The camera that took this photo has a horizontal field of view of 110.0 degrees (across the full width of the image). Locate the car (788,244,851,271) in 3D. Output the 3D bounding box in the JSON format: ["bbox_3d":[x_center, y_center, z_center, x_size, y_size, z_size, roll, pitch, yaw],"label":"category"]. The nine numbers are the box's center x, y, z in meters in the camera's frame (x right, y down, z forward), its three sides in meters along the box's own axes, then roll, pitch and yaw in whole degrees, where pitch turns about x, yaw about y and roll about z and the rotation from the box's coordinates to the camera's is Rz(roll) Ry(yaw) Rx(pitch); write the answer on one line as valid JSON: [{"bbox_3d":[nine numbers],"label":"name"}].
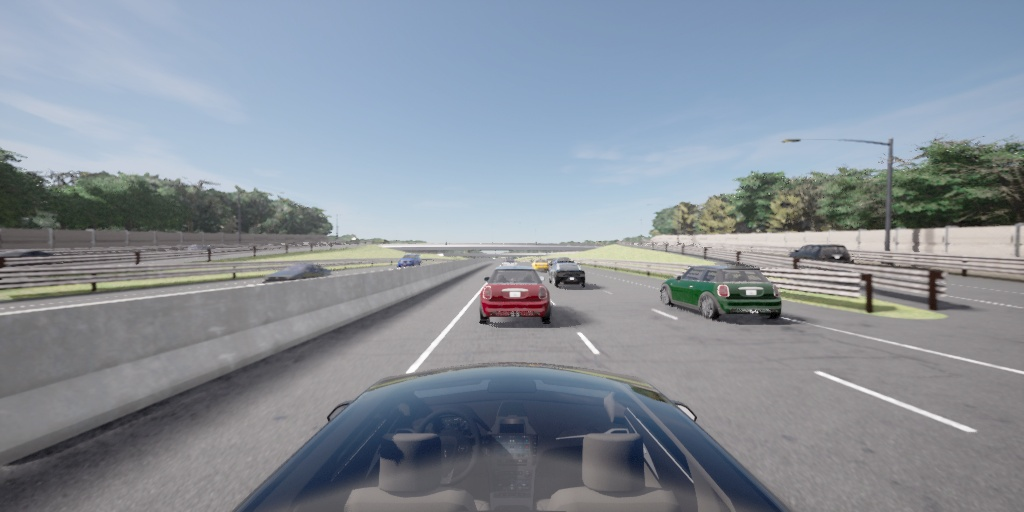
[{"bbox_3d":[24.594,0.045,28.935,2.150,2.045,5.566,0,3,15],"label":"car"}]

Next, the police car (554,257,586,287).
[{"bbox_3d":[3.546,1.116,23.850,1.930,1.638,5.238,0,0,0],"label":"police car"}]

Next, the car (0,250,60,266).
[{"bbox_3d":[-35.322,0.371,25.556,1.837,1.490,4.892,0,2,-15],"label":"car"}]

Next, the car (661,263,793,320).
[{"bbox_3d":[7.083,1.099,12.745,2.097,1.767,4.553,0,0,0],"label":"car"}]

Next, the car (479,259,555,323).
[{"bbox_3d":[0.084,1.100,12.244,2.097,1.767,4.553,0,0,0],"label":"car"}]

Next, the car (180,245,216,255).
[{"bbox_3d":[-40.305,-0.631,46.100,2.128,1.511,4.902,0,3,-12],"label":"car"}]

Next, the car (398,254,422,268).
[{"bbox_3d":[-14.259,0.766,50.401,2.150,2.045,5.566,0,0,0],"label":"car"}]

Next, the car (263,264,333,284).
[{"bbox_3d":[-14.153,1.235,24.171,2.033,1.411,5.357,0,0,0],"label":"car"}]
